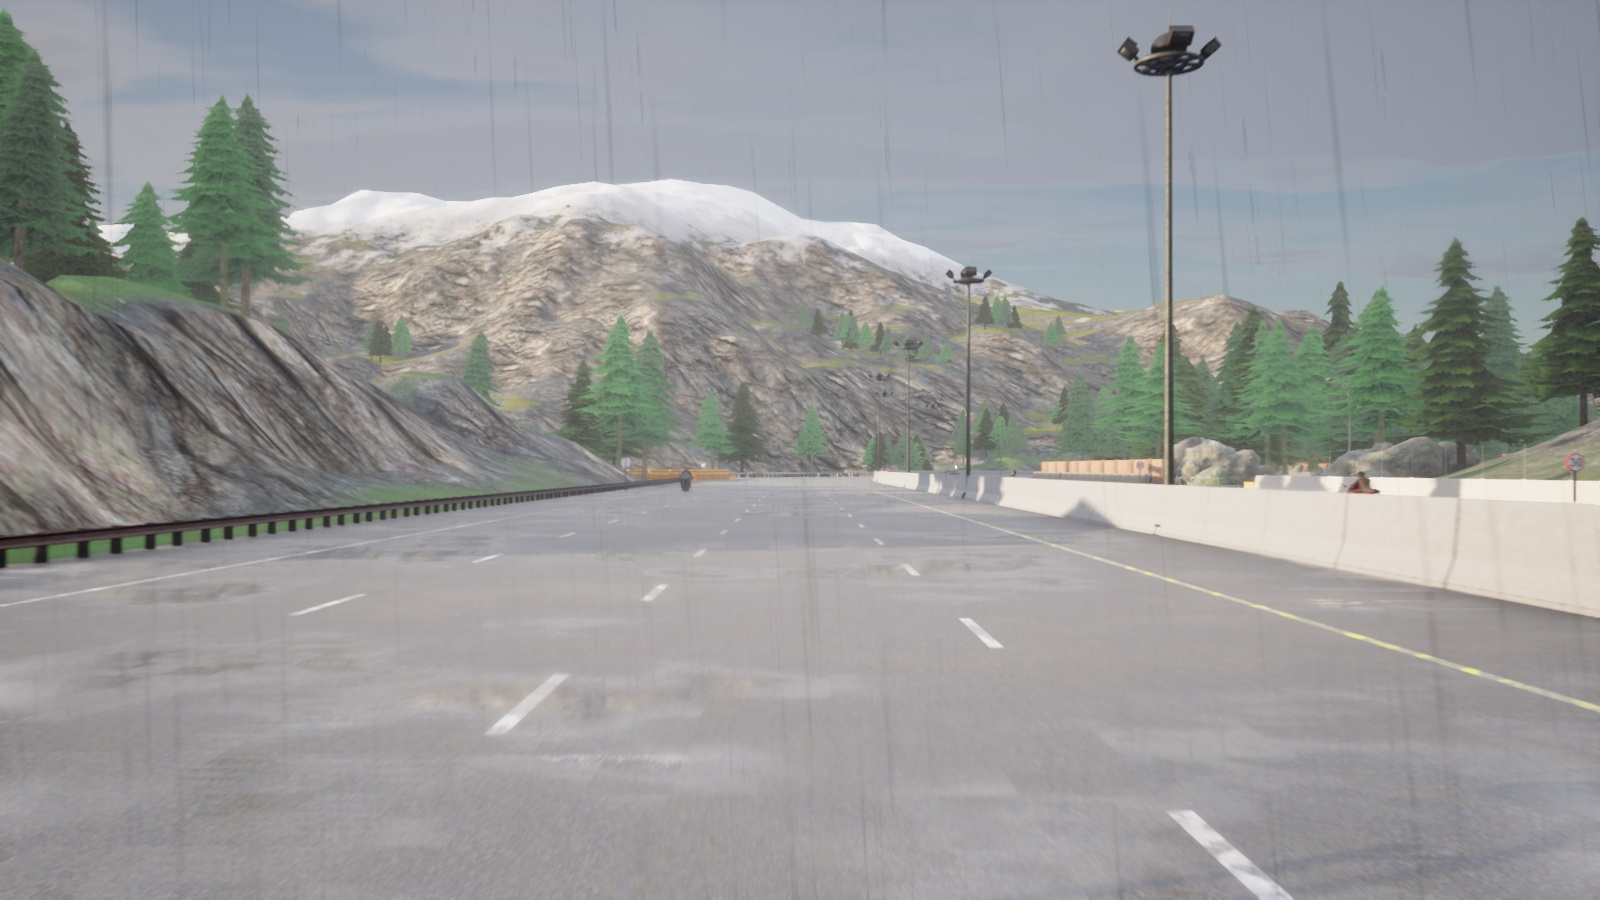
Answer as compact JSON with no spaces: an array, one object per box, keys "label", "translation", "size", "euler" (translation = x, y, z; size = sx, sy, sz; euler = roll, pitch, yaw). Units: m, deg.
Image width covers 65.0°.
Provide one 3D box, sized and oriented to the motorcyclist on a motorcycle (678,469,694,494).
[{"label":"motorcyclist on a motorcycle","translation":[-7.188,1.997,79.278],"size":[0.866,1.530,2.191],"euler":[0,-1,0]}]
